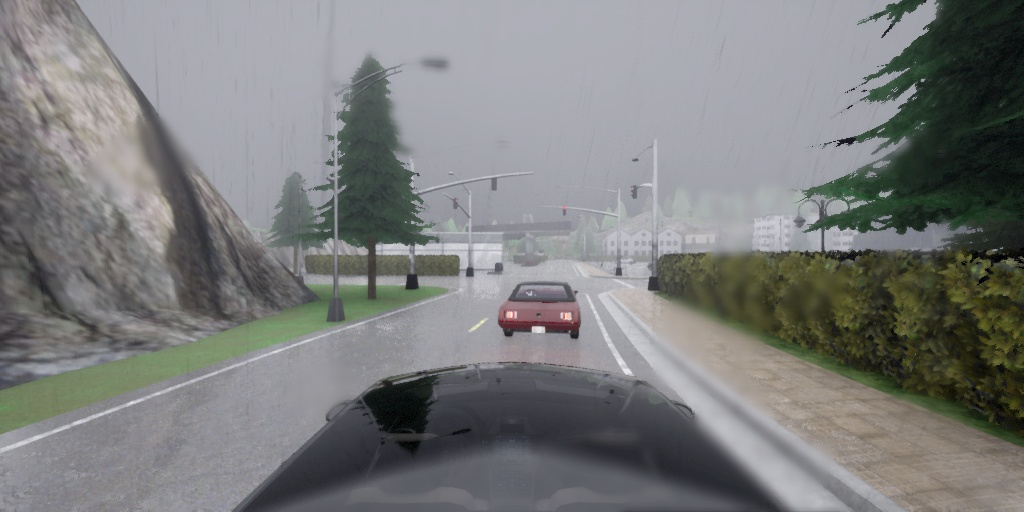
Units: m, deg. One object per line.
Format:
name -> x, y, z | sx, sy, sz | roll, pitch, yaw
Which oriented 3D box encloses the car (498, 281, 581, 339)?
car -> 0.918, 1.349, 10.149 | 1.895, 1.301, 4.718 | 0, 0, 8
